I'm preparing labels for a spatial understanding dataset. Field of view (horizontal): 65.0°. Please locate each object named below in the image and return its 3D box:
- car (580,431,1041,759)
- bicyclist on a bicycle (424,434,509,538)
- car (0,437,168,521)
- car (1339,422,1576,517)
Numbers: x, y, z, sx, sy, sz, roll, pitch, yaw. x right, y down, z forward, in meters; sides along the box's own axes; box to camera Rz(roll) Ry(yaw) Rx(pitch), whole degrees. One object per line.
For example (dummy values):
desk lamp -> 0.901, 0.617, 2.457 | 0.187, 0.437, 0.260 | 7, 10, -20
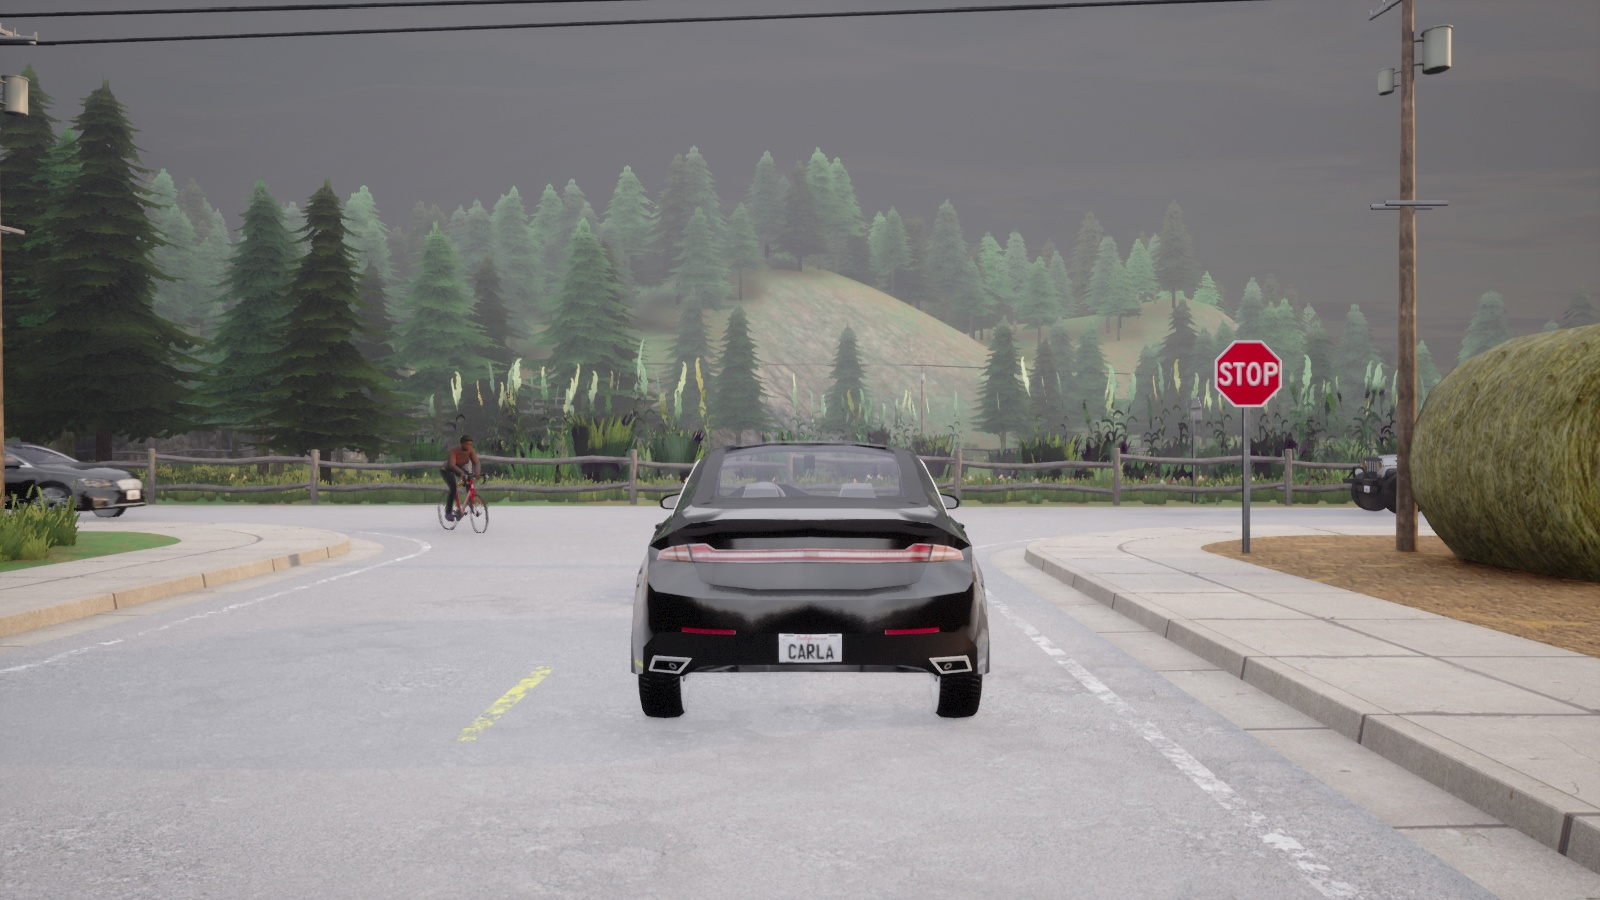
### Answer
car -> 0.062, 0.656, 8.241 | 2.128, 1.511, 4.902 | 0, 0, 0
bicyclist on a bicycle -> -5.538, 0.563, 20.806 | 0.582, 1.620, 1.656 | -3, 3, -44
car -> -14.952, 0.521, 23.794 | 4.902, 1.511, 2.128 | 0, 0, 3
car -> 13.389, 0.373, 25.757 | 3.866, 1.878, 1.905 | 0, 0, 3
